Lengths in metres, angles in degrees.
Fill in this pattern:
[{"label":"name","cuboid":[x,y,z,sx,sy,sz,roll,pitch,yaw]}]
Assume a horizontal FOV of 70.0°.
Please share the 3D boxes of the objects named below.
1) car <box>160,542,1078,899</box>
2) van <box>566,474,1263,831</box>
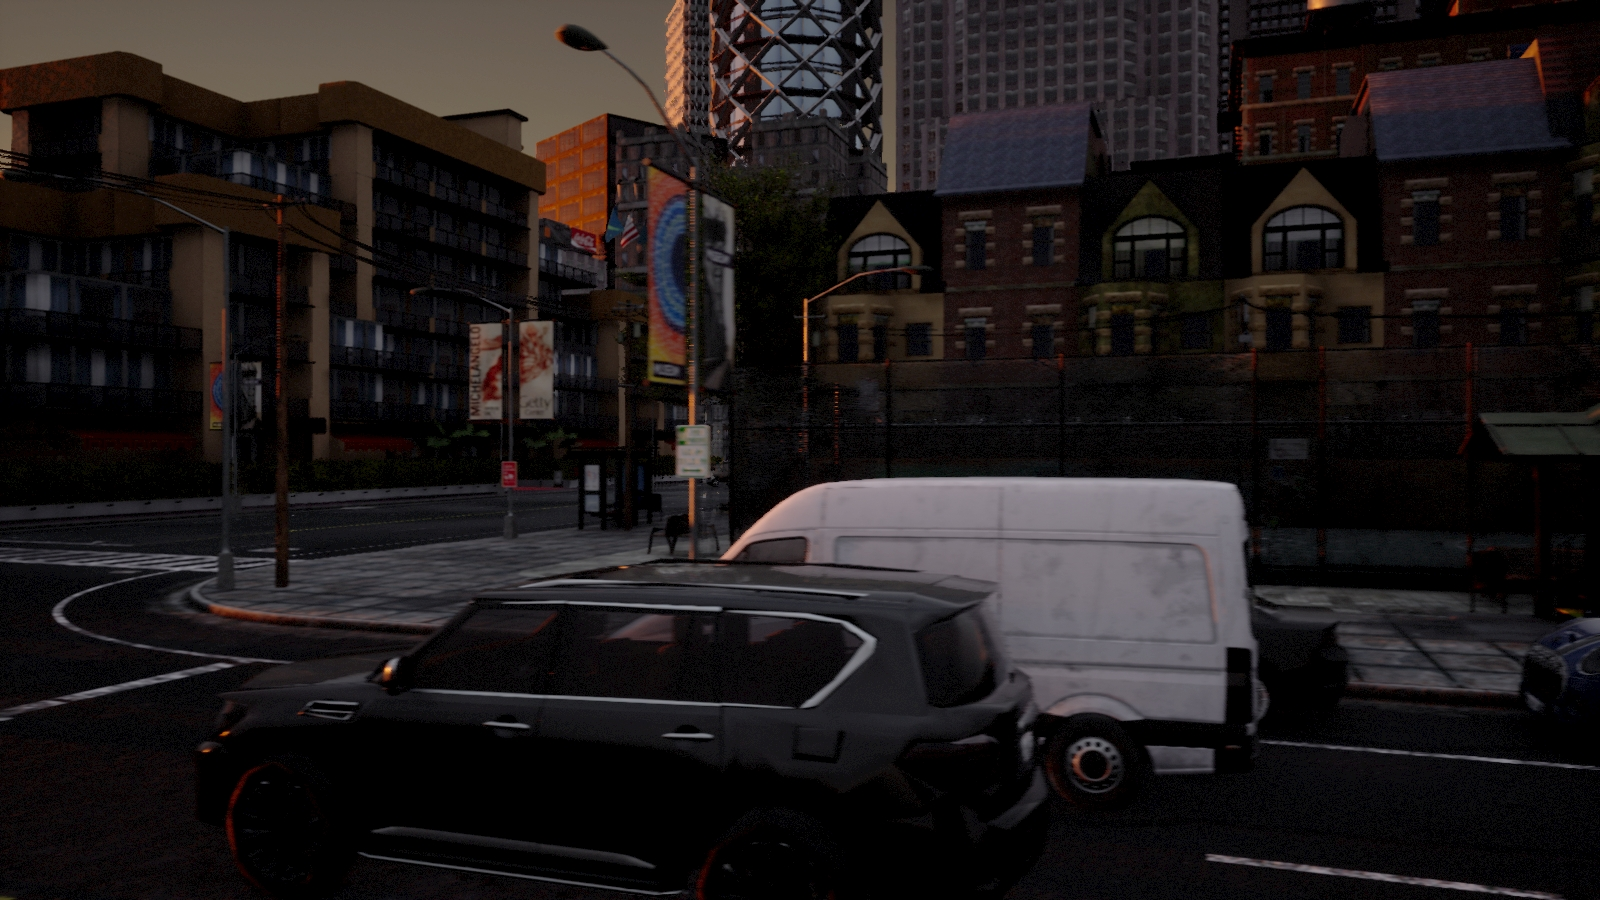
[{"label":"car","cuboid":[-1.160,1.779,7.442,5.566,2.045,2.150,0,0,20]},{"label":"van","cuboid":[0.981,1.534,10.388,5.915,2.561,1.988,0,0,20]}]
